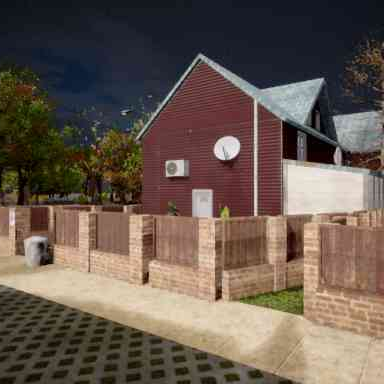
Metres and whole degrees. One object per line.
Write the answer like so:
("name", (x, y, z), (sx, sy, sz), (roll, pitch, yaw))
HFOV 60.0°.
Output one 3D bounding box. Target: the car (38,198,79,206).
("car", (-12.077, 1.419, 28.908), (2.097, 1.767, 4.553), (0, 0, 35))
